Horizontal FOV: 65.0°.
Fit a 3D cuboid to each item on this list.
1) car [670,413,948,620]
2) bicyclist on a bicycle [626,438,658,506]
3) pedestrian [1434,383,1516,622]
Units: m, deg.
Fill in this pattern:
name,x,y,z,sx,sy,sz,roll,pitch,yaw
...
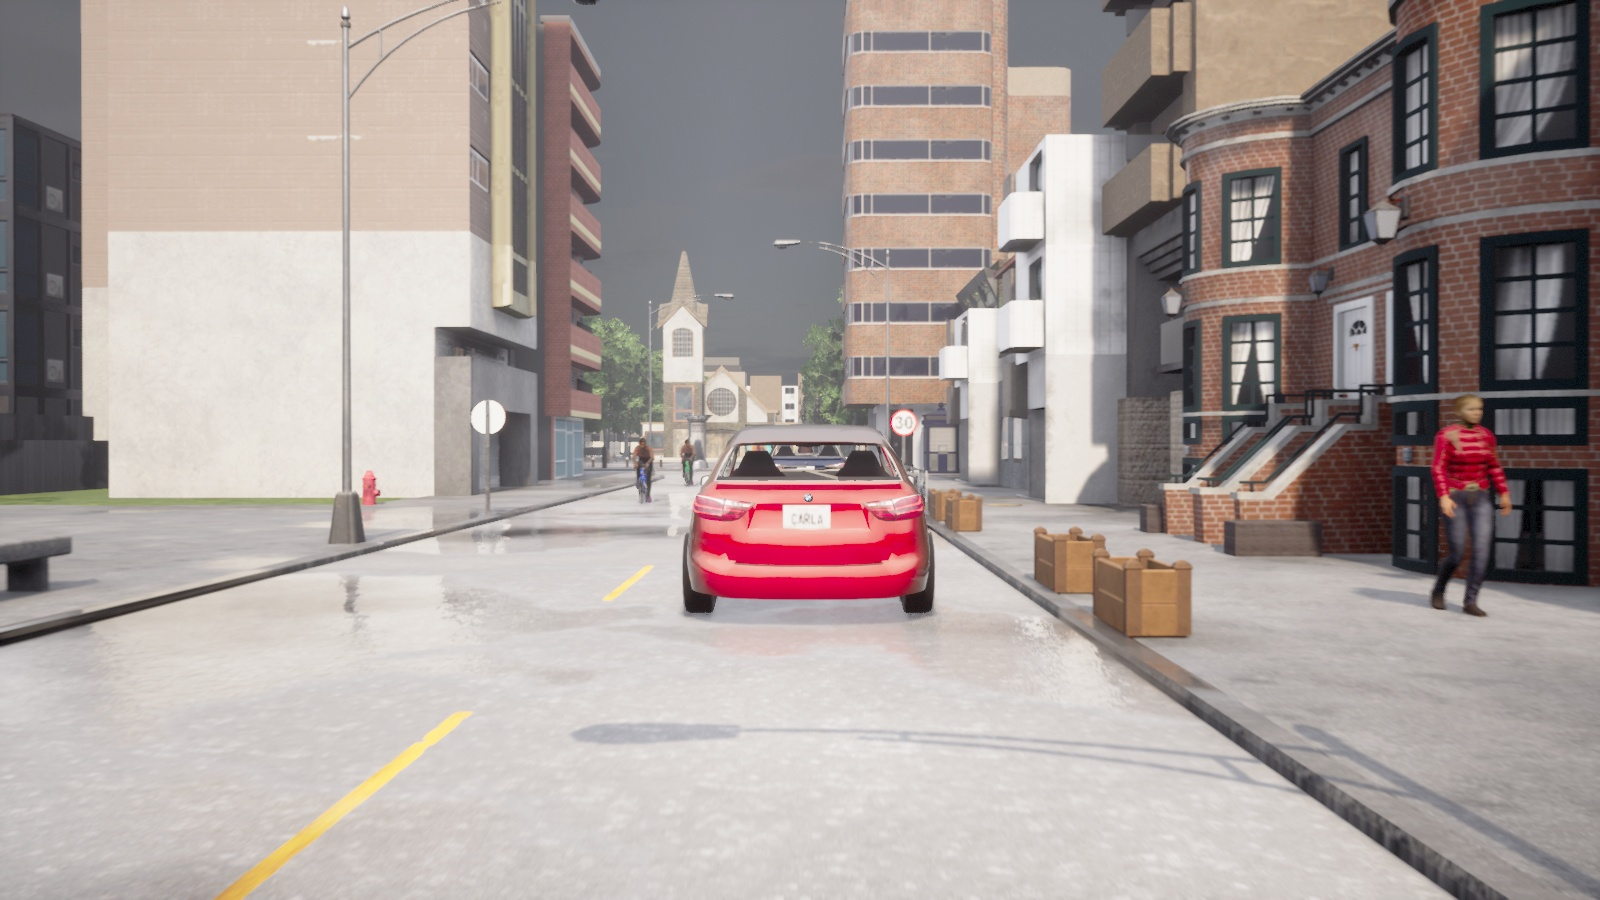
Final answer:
name,x,y,z,sx,sy,sz,roll,pitch,yaw
car,0.079,0.521,12.426,2.242,1.667,4.611,0,0,0
bicyclist on a bicycle,-3.847,0.523,30.682,0.582,1.620,1.656,0,1,0
pedestrian,5.372,0.404,10.012,0.331,1.846,0.636,0,0,3
